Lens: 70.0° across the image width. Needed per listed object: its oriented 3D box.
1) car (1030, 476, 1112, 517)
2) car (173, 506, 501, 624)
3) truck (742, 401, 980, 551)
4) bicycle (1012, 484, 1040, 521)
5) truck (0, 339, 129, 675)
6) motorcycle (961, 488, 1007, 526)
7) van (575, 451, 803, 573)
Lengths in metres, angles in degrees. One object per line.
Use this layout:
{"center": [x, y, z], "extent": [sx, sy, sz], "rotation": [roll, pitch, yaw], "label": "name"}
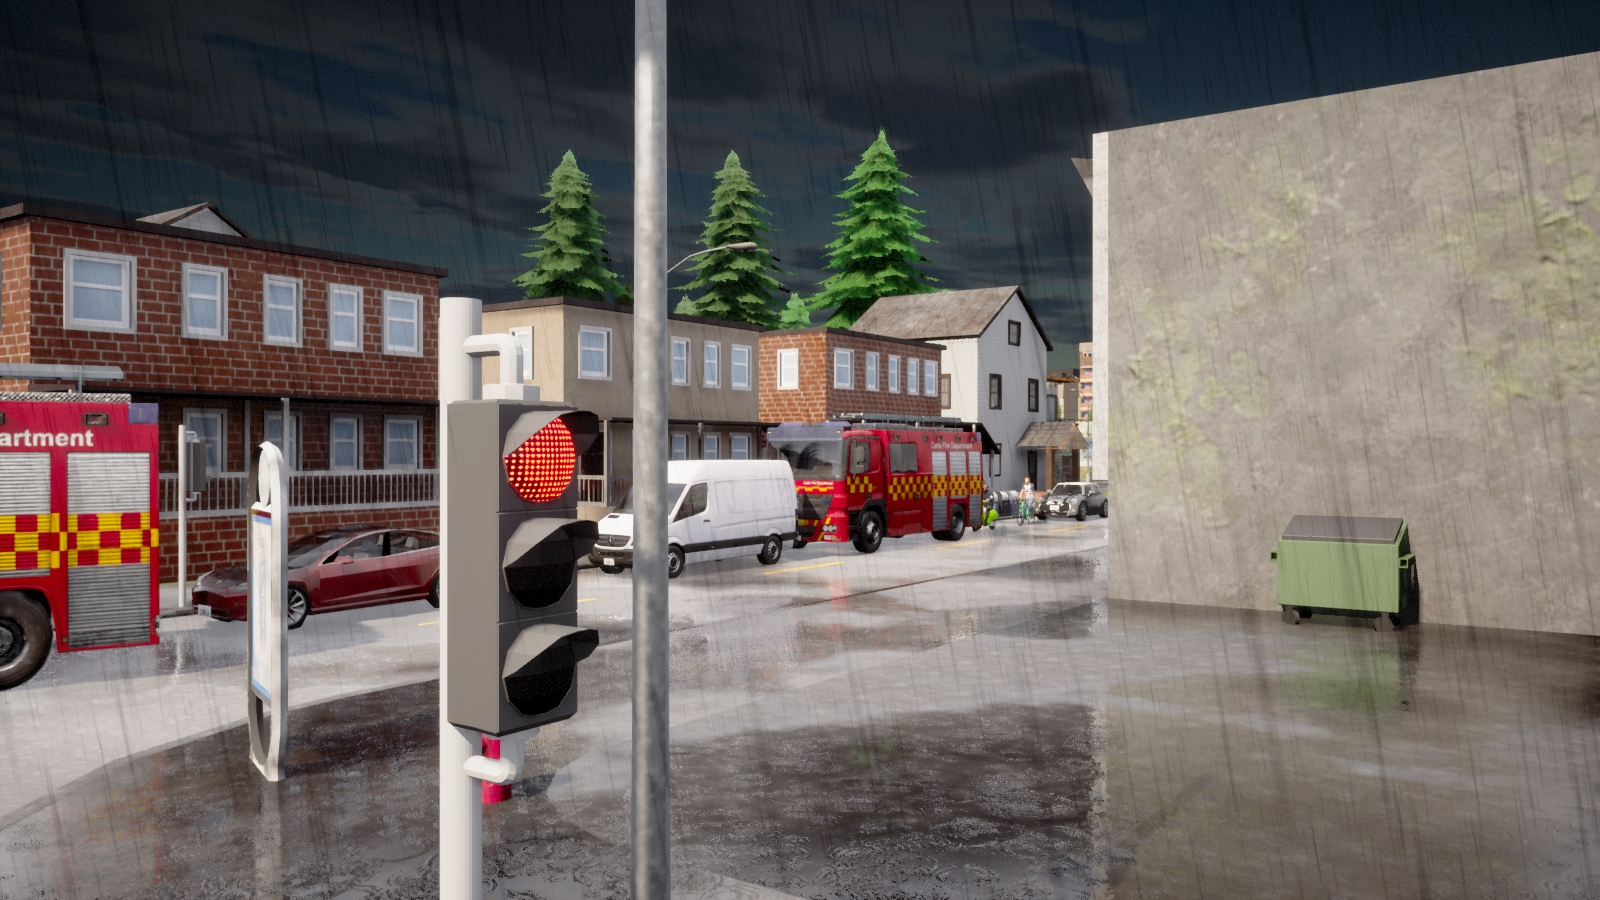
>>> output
{"center": [11.003, 1.837, 46.179], "extent": [1.970, 1.475, 3.806], "rotation": [0, 0, 35], "label": "car"}
{"center": [-7.706, 1.835, 19.492], "extent": [2.163, 1.488, 4.792], "rotation": [0, 0, 35], "label": "car"}
{"center": [2.054, 0.663, 33.403], "extent": [2.891, 3.827, 8.468], "rotation": [0, 0, 35], "label": "truck"}
{"center": [8.406, 1.928, 42.476], "extent": [0.373, 1.296, 1.643], "rotation": [0, 0, 35], "label": "bicycle"}
{"center": [-12.374, 0.662, 12.552], "extent": [8.468, 3.827, 2.891], "rotation": [0, 0, -34], "label": "truck"}
{"center": [6.398, 1.954, 39.613], "extent": [0.856, 1.236, 1.805], "rotation": [0, 0, 35], "label": "motorcycle"}
{"center": [-2.442, 1.307, 26.996], "extent": [1.988, 2.561, 5.915], "rotation": [0, 0, 35], "label": "van"}
